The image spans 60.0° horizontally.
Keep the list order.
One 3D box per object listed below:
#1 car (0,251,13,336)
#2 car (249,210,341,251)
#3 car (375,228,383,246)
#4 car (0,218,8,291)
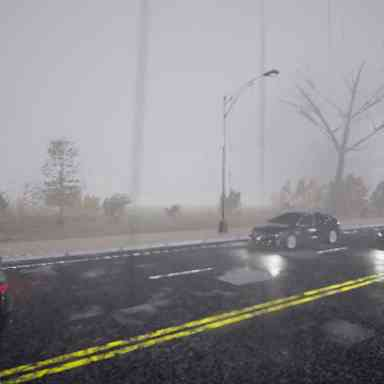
[{"bbox_3d":[-4.707,1.523,4.338,4.181,1.385,1.994,1,0,-35],"label":"car"},{"bbox_3d":[4.674,1.601,14.851,4.892,1.490,1.837,-1,1,-35],"label":"car"},{"bbox_3d":[10.363,1.713,14.835,5.357,1.411,2.033,1,0,-35],"label":"car"},{"bbox_3d":[-6.778,1.421,6.847,5.008,1.535,1.882,1,0,-36],"label":"car"}]
